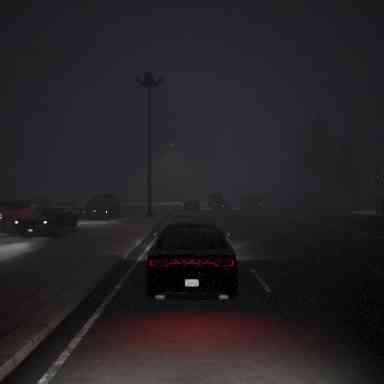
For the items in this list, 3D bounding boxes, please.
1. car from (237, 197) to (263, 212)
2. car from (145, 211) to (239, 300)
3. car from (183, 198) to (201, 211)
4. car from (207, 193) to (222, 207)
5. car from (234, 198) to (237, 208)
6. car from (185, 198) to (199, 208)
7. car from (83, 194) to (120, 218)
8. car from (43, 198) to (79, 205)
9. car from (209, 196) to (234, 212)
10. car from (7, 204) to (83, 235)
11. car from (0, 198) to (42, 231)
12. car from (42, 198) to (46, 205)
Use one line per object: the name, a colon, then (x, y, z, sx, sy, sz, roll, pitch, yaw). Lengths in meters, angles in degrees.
car: (6.984, 1.352, 39.439, 2.097, 1.767, 4.553, 0, 0, 0)
car: (-0.004, 1.478, 8.439, 1.882, 1.535, 5.008, 0, 0, 0)
car: (-0.016, 1.492, 39.049, 2.128, 1.511, 4.902, 0, 0, 0)
car: (3.479, 1.221, 49.501, 2.150, 2.045, 5.566, 0, 0, 0)
car: (6.979, 1.547, 49.473, 2.033, 1.411, 5.357, 0, 0, 0)
car: (-0.021, 1.601, 49.500, 1.895, 1.301, 4.718, 0, 0, 0)
car: (-8.013, 1.221, 30.142, 2.150, 2.045, 5.566, 0, 0, 0)
car: (-11.513, 1.526, 30.579, 1.812, 1.442, 4.674, 0, 0, 0)
car: (3.484, 1.564, 39.467, 1.994, 1.385, 4.181, 0, 0, 0)
car: (-8.043, 1.601, 18.792, 1.895, 1.301, 4.718, 0, 0, 1)
car: (-11.527, 1.351, 20.481, 2.097, 1.767, 4.553, 0, 0, 0)
car: (-15.013, 1.352, 31.494, 2.097, 1.767, 4.553, 0, 0, 0)
